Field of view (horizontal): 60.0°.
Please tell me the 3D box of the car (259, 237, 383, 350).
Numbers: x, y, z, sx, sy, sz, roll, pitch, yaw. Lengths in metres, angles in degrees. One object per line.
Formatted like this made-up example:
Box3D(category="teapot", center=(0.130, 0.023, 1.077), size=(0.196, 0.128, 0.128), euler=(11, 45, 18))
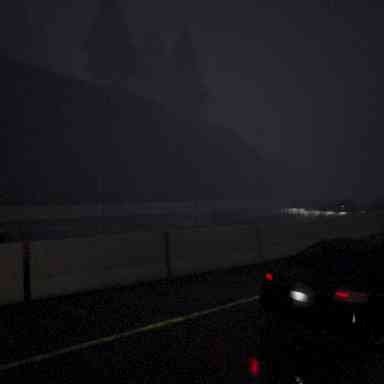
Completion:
Box3D(category="car", center=(3.229, 1.570, 6.332), size=(4.181, 1.385, 1.994), euler=(0, 0, -38))
